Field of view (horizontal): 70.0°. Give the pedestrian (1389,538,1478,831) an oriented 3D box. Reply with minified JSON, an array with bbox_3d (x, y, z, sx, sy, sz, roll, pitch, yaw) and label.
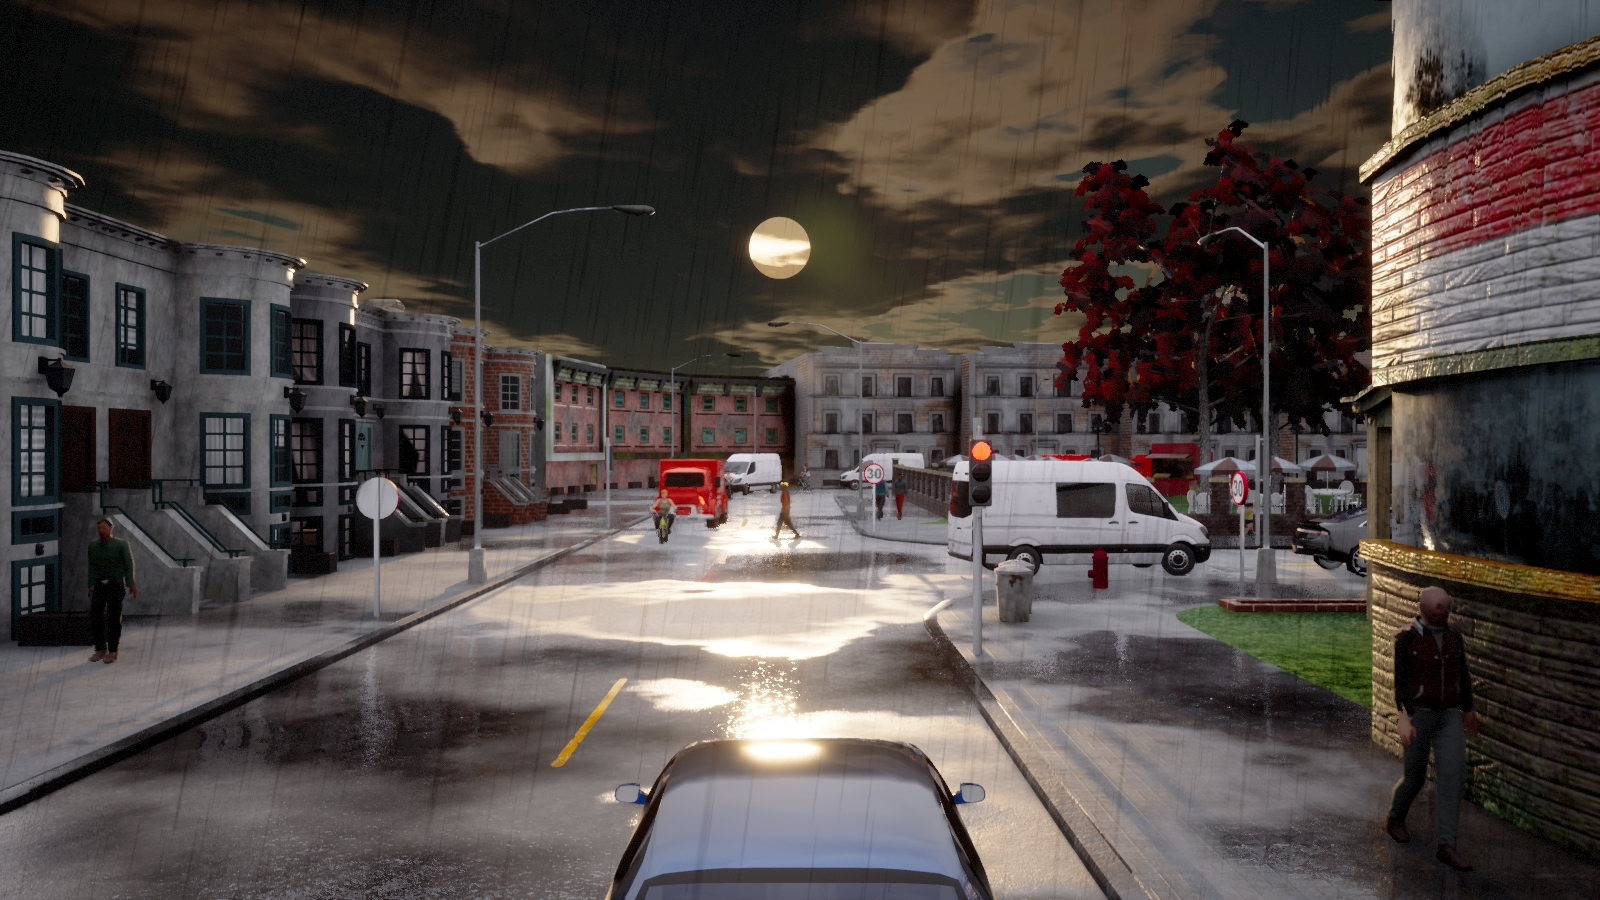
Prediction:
[{"bbox_3d":[4.174,1.522,7.537,0.375,1.860,0.375,0,0,-1],"label":"pedestrian"}]

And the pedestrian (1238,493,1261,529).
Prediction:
[{"bbox_3d":[13.880,1.882,35.297,0.500,1.100,0.500,0,0,0],"label":"pedestrian"}]

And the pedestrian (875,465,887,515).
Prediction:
[{"bbox_3d":[3.015,1.501,42.669,0.375,1.860,0.375,0,0,15],"label":"pedestrian"}]

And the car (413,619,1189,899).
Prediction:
[{"bbox_3d":[-0.001,1.884,5.268,2.033,1.411,5.357,0,0,0],"label":"car"}]

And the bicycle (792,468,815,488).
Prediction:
[{"bbox_3d":[0.259,1.909,77.024,1.643,1.296,0.373,0,0,-36],"label":"bicycle"}]

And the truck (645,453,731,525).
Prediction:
[{"bbox_3d":[-4.015,1.332,41.863,2.627,2.467,5.204,0,0,0],"label":"truck"}]

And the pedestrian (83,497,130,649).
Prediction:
[{"bbox_3d":[-8.658,1.520,14.270,0.375,1.860,0.375,0,0,-3],"label":"pedestrian"}]

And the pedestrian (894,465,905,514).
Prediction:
[{"bbox_3d":[3.784,1.499,43.270,0.375,1.860,0.375,0,0,10],"label":"pedestrian"}]

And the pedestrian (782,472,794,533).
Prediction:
[{"bbox_3d":[-0.365,1.615,35.032,0.375,1.860,0.375,0,0,1],"label":"pedestrian"}]

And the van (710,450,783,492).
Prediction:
[{"bbox_3d":[-3.281,1.290,72.048,1.988,2.561,5.915,0,0,26],"label":"van"}]

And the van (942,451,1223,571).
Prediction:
[{"bbox_3d":[6.389,1.304,26.031,5.915,2.561,1.988,0,0,-11],"label":"van"}]

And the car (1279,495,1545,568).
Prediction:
[{"bbox_3d":[13.778,1.817,25.951,4.902,1.511,2.128,0,0,-1],"label":"car"}]
